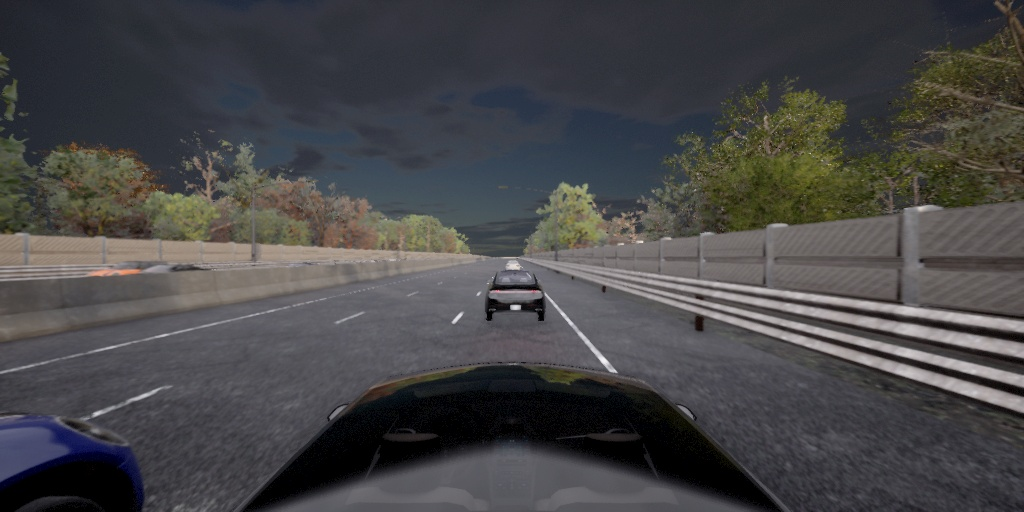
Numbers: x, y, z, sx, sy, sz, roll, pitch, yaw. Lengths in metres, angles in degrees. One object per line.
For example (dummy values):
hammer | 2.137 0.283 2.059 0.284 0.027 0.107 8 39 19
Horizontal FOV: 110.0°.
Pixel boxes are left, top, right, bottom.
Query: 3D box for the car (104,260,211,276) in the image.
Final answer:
car | -21.084 1.231 21.974 1.882 1.535 5.008 0 0 0

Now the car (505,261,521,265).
car | 0.106 1.287 44.372 1.812 1.442 4.674 0 0 0

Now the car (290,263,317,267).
car | -17.544 1.303 29.751 2.033 1.411 5.357 0 0 0

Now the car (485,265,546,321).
car | 0.103 1.244 12.569 2.128 1.511 4.902 0 0 0

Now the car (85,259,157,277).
car | -24.580 1.106 23.365 2.097 1.767 4.553 0 0 0

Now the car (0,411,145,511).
car | -3.400 1.101 0.365 2.097 1.767 4.553 0 0 0
